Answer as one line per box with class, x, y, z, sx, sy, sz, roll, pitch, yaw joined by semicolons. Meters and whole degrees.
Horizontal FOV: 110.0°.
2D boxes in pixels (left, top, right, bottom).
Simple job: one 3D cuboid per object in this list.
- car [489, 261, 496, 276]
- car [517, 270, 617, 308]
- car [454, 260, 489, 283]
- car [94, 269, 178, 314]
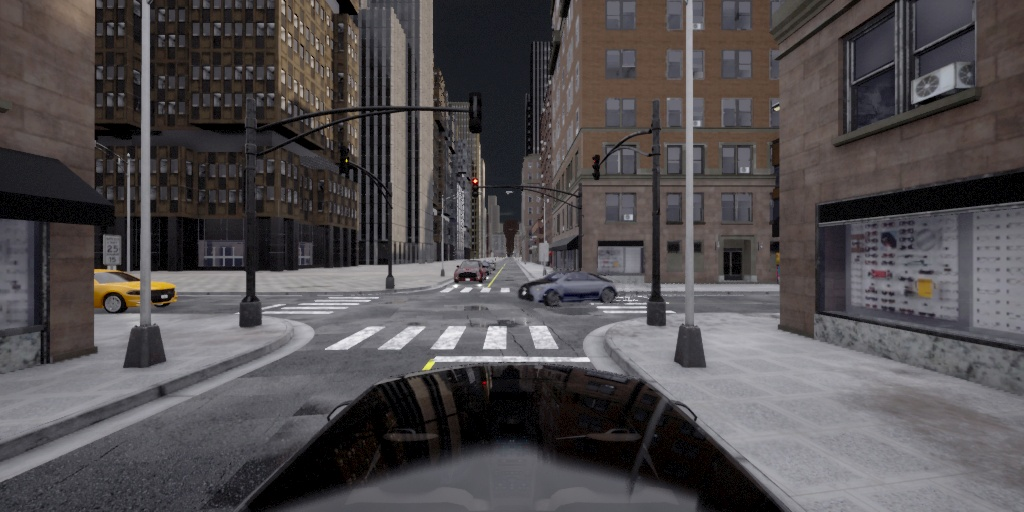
car;-3.171;1.299;38.087;2.033;1.411;5.357;0;0;0
car;2.339;1.316;15.238;4.181;1.385;1.994;0;0;-22
car;-3.156;1.103;27.828;2.097;1.767;4.553;0;0;0
car;-15.368;1.232;13.261;5.008;1.535;1.882;0;0;0
